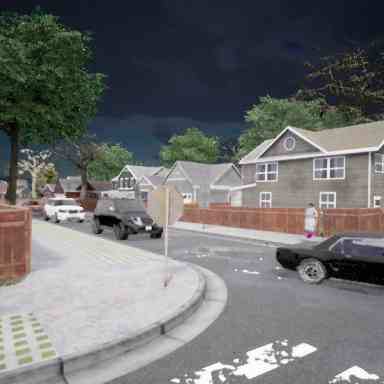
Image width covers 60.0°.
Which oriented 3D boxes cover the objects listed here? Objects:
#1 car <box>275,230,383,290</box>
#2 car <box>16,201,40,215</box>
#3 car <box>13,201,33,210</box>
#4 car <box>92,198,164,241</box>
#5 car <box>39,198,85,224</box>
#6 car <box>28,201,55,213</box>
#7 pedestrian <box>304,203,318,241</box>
[{"bbox_3d":[4.531,1.638,7.902,4.718,1.301,1.895,-1,-1,41],"label":"car"},{"bbox_3d":[-18.211,1.776,37.898,2.097,1.767,4.553,2,-2,-37],"label":"car"},{"bbox_3d":[-27.382,2.183,53.881,1.812,1.442,4.674,2,-2,-40],"label":"car"},{"bbox_3d":[-3.616,1.384,17.976,2.150,2.045,5.566,2,-2,-35],"label":"car"},{"bbox_3d":[-10.856,1.525,28.106,2.150,2.045,5.566,2,-2,-36],"label":"car"},{"bbox_3d":[-20.856,2.075,45.936,2.128,1.511,4.902,2,-2,-39],"label":"car"},{"bbox_3d":[5.414,1.408,15.277,0.375,1.860,0.375,1,-1,-35],"label":"pedestrian"}]
